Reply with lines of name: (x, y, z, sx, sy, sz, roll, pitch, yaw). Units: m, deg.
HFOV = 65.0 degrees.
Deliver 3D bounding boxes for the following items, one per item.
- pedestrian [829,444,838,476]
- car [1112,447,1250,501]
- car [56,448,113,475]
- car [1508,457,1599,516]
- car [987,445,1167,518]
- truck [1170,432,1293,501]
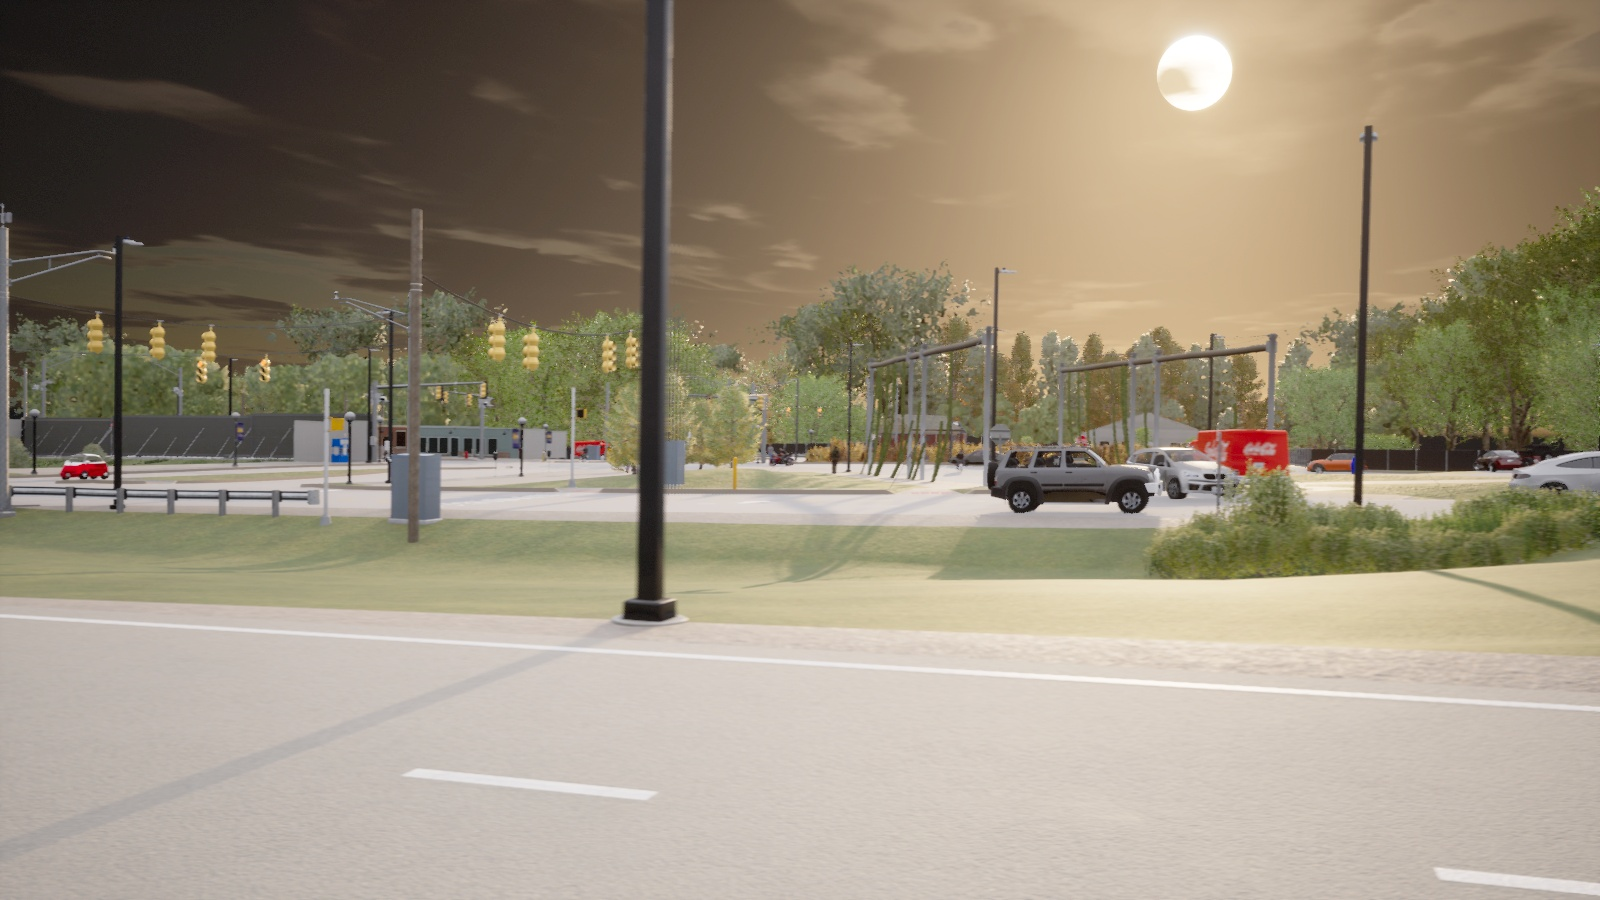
pedestrian: (2.056, 0.596, 77.804, 0.395, 1.930, 0.692, 1, 1, -6)
car: (12.407, 0.770, 41.268, 2.242, 1.667, 4.611, 0, -1, -15)
car: (-37.685, 0.591, 66.174, 1.481, 1.376, 2.207, 0, 0, 18)
car: (20.720, 0.909, 31.891, 4.674, 1.442, 1.812, -2, -1, 32)
car: (7.512, 0.812, 33.954, 4.605, 1.855, 1.932, 0, 1, 17)
truck: (16.498, 0.618, 48.360, 2.627, 2.467, 5.204, 1, -1, -4)
